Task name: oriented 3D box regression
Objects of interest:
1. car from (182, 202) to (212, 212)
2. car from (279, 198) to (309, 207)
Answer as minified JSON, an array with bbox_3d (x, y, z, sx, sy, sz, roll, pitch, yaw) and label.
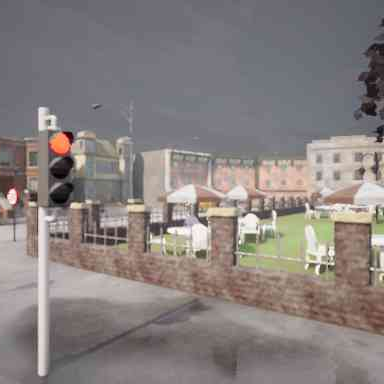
[{"bbox_3d":[0.876,1.434,37.173,1.882,1.535,5.008,0,0,35],"label":"car"},{"bbox_3d":[14.646,1.542,47.767,4.181,1.385,1.994,0,0,3],"label":"car"}]
